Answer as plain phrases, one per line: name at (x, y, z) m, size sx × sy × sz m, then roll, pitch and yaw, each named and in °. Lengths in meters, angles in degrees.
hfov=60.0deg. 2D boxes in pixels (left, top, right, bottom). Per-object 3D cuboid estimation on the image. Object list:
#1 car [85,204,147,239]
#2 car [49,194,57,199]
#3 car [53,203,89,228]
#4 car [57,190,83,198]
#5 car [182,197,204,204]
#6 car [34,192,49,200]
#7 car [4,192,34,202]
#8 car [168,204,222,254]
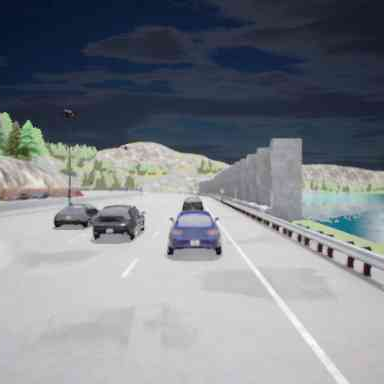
car at (-3.412, 1.350, 16.216) m, size 1.837 × 1.490 × 4.892 m, roll 0°, pitch 1°, yaw 0°
car at (-23.985, 0.791, 61.509) m, size 2.097 × 1.767 × 4.553 m, roll 0°, pitch 0°, yaw 1°
car at (-6.916, 1.372, 20.628) m, size 1.994 × 1.385 × 4.181 m, roll 0°, pitch 1°, yaw 0°
car at (-20.601, 0.692, 57.284) m, size 2.150 × 2.045 × 5.566 m, roll 0°, pitch 1°, yaw 2°
car at (0.081, 1.170, 30.927) m, size 1.882 × 1.535 × 5.008 m, roll 0°, pitch 1°, yaw 0°
car at (-30.878, 0.727, 68.079) m, size 2.097 × 1.767 × 4.553 m, roll 0°, pitch 1°, yaw 1°
car at (-27.715, 0.880, 52.829) m, size 2.097 × 1.767 × 4.553 m, roll 0°, pitch 1°, yaw 2°
car at (0.089, 1.399, 12.696) m, size 1.812 × 1.442 × 4.674 m, roll 0°, pitch 1°, yaw 0°
